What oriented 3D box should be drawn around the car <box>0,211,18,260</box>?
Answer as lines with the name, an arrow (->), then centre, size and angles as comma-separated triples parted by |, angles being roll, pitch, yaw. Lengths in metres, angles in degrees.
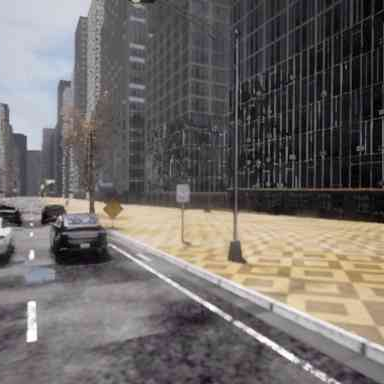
car -> -7.775, 1.653, 12.480 | 1.812, 1.442, 4.674 | 0, 0, -25

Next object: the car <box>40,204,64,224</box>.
car -> -11.498, 1.762, 27.714 | 1.882, 1.535, 5.008 | 0, 0, -25

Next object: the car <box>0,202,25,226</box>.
car -> -14.116, 1.769, 25.644 | 1.837, 1.490, 4.892 | 0, 0, -25

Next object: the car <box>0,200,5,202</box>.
car -> -32.683, 2.122, 56.643 | 2.033, 1.411, 5.357 | 0, -1, -25

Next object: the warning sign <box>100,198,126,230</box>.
warning sign -> -4.865, 1.328, 20.489 | 1.300, 1.860, 1.060 | 1, 0, -26

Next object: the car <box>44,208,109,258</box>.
car -> -4.681, 1.633, 13.539 | 2.128, 1.511, 4.902 | 0, -1, -25
